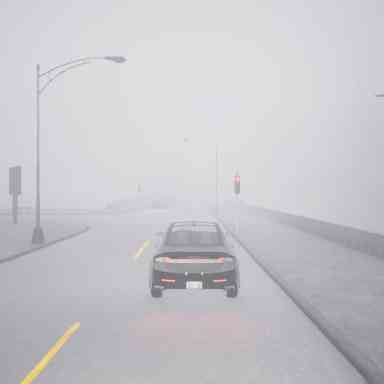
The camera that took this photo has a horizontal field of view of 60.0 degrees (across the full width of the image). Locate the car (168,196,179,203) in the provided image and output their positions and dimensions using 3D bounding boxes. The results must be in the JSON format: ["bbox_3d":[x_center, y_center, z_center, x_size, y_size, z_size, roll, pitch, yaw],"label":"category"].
[{"bbox_3d":[-4.028,1.539,73.122,2.033,1.411,5.357,0,0,0],"label":"car"}]

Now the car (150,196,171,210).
[{"bbox_3d":[-4.115,1.564,42.600,1.994,1.385,4.181,0,0,0],"label":"car"}]

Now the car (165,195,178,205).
[{"bbox_3d":[-4.104,1.352,57.556,2.097,1.767,4.553,0,0,0],"label":"car"}]

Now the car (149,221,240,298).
[{"bbox_3d":[0.059,1.492,8.514,2.128,1.511,4.902,0,0,0],"label":"car"}]
